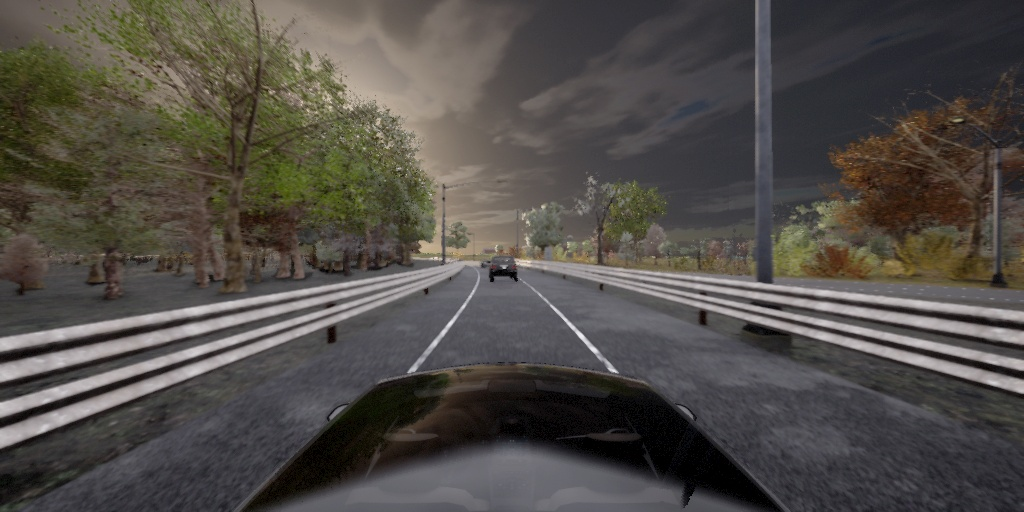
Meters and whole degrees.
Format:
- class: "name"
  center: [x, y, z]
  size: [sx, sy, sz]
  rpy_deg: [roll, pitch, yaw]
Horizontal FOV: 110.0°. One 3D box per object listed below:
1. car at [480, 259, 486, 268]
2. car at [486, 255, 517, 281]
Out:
- class: "car"
  center: [-4.135, 1.202, 58.098]
  size: [2.128, 1.511, 4.902]
  rpy_deg: [0, 0, -9]
- class: "car"
  center: [-0.822, 0.964, 29.661]
  size: [2.150, 2.045, 5.566]
  rpy_deg: [0, 0, -5]
